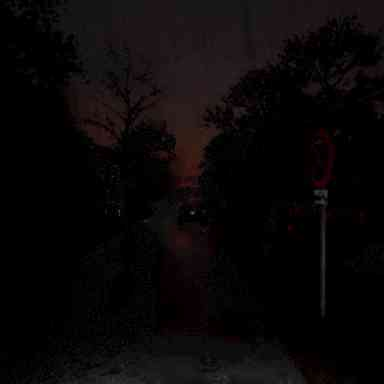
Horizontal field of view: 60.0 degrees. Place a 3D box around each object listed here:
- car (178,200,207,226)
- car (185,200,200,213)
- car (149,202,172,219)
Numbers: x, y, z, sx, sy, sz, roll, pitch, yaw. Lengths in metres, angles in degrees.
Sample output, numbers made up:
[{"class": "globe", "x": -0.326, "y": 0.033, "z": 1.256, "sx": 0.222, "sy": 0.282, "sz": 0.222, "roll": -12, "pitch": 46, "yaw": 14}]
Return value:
[{"class": "car", "x": 0.036, "y": 1.516, "z": 25.221, "sx": 2.097, "sy": 1.767, "sz": 4.553, "roll": 0, "pitch": 0, "yaw": 0}, {"class": "car", "x": 0.039, "y": 1.806, "z": 42.915, "sx": 1.882, "sy": 1.535, "sz": 5.008, "roll": 0, "pitch": -1, "yaw": 0}, {"class": "car", "x": -2.916, "y": 1.699, "z": 31.435, "sx": 1.882, "sy": 1.535, "sz": 5.008, "roll": 0, "pitch": -1, "yaw": 0}]
